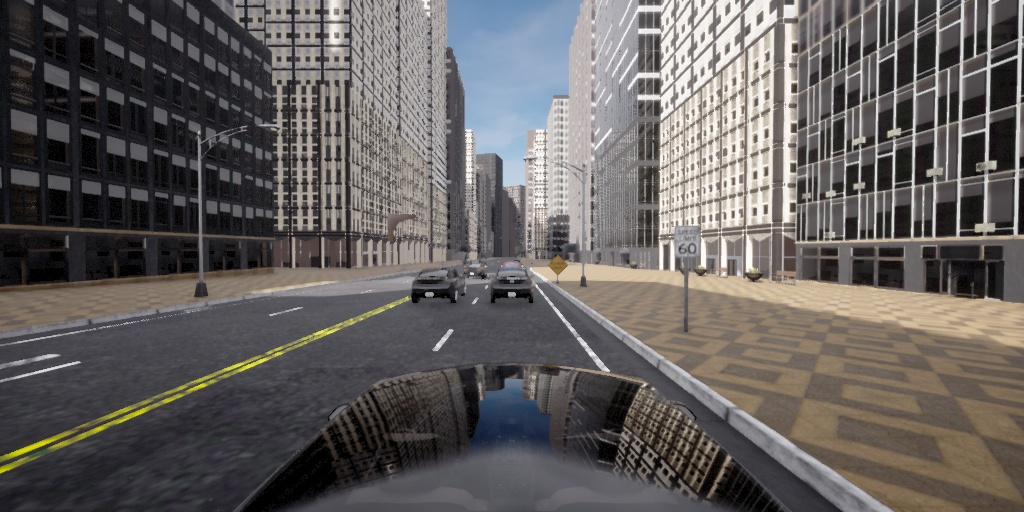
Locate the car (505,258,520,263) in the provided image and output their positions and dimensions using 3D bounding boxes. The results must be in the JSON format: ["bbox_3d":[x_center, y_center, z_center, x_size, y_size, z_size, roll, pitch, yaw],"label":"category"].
[{"bbox_3d":[0.000,1.226,31.504,1.882,1.535,5.008,0,0,0],"label":"car"}]

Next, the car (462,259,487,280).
[{"bbox_3d":[-3.250,1.274,31.504,1.812,1.442,4.674,0,0,0],"label":"car"}]

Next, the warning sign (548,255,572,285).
[{"bbox_3d":[2.850,0.857,22.470,1.300,1.860,1.060,0,0,0],"label":"warning sign"}]

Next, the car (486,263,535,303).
[{"bbox_3d":[0.000,1.261,16.502,1.837,1.490,4.892,0,0,0],"label":"car"}]

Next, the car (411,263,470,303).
[{"bbox_3d":[-3.250,1.261,16.502,1.837,1.490,4.892,0,0,0],"label":"car"}]
